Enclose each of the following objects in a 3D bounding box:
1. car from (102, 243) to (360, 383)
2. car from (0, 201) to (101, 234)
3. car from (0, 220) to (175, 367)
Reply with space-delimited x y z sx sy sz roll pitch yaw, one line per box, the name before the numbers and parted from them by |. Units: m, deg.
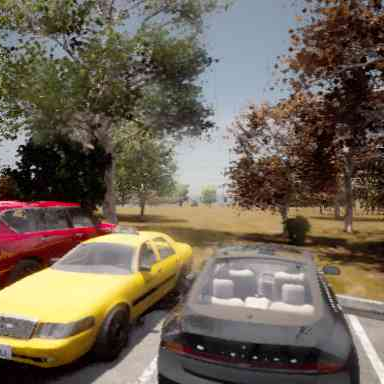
car | 1.032 1.489 4.759 2.231 1.521 4.892 0 -1 16
car | -3.770 1.241 8.280 2.435 2.045 5.566 0 -1 16
car | -1.418 1.485 6.323 1.946 1.575 5.366 1 -1 16
